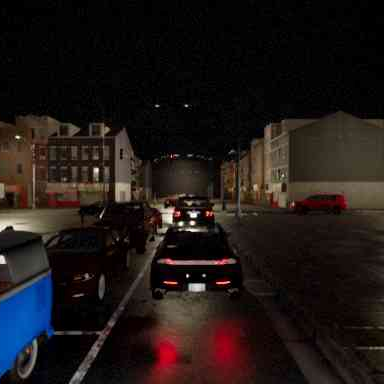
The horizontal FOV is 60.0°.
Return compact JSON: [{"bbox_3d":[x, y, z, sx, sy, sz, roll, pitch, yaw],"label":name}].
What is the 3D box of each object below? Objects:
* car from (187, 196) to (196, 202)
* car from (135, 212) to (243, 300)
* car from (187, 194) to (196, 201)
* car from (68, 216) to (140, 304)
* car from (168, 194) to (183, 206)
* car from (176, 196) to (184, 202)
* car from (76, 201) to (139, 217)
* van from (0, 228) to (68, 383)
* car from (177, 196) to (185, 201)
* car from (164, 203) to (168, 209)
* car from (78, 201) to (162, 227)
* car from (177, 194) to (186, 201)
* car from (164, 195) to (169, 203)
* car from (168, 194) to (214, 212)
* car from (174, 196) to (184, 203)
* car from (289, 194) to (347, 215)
[{"bbox_3d":[-0.084,1.623,76.193,1.895,1.301,4.718,0,0,0],"label":"car"},{"bbox_3d":[0.089,1.488,8.364,2.128,1.511,4.902,0,0,0],"label":"car"},{"bbox_3d":[-0.095,1.408,86.165,2.128,1.511,4.902,0,0,0],"label":"car"},{"bbox_3d":[-2.652,1.541,8.168,1.887,1.381,4.507,0,0,0],"label":"car"},{"bbox_3d":[-2.707,1.326,56.300,2.192,1.841,5.009,0,0,0],"label":"car"},{"bbox_3d":[-2.730,1.563,77.838,1.752,1.417,4.829,0,0,0],"label":"car"},{"bbox_3d":[-7.728,1.550,30.886,5.357,1.411,2.033,0,0,0],"label":"car"},{"bbox_3d":[-2.647,1.340,2.734,1.690,1.788,3.998,0,0,0],"label":"van"},{"bbox_3d":[-2.736,1.612,83.434,1.947,1.339,4.313,0,0,0],"label":"car"},{"bbox_3d":[-2.664,1.540,19.036,1.887,1.381,4.507,0,0,0],"label":"car"},{"bbox_3d":[-2.659,1.311,13.602,2.192,1.841,5.009,0,0,0],"label":"car"},{"bbox_3d":[-2.744,1.370,88.861,2.192,1.841,5.009,0,0,0],"label":"car"},{"bbox_3d":[-2.695,1.318,45.446,2.192,1.841,5.009,0,0,0],"label":"car"},{"bbox_3d":[0.079,1.217,18.557,2.150,2.045,5.566,0,0,0],"label":"car"},{"bbox_3d":[-2.724,1.581,72.580,2.008,1.369,4.403,0,0,0],"label":"car"},{"bbox_3d":[12.803,1.227,33.823,5.566,2.045,2.150,0,0,0],"label":"car"}]
